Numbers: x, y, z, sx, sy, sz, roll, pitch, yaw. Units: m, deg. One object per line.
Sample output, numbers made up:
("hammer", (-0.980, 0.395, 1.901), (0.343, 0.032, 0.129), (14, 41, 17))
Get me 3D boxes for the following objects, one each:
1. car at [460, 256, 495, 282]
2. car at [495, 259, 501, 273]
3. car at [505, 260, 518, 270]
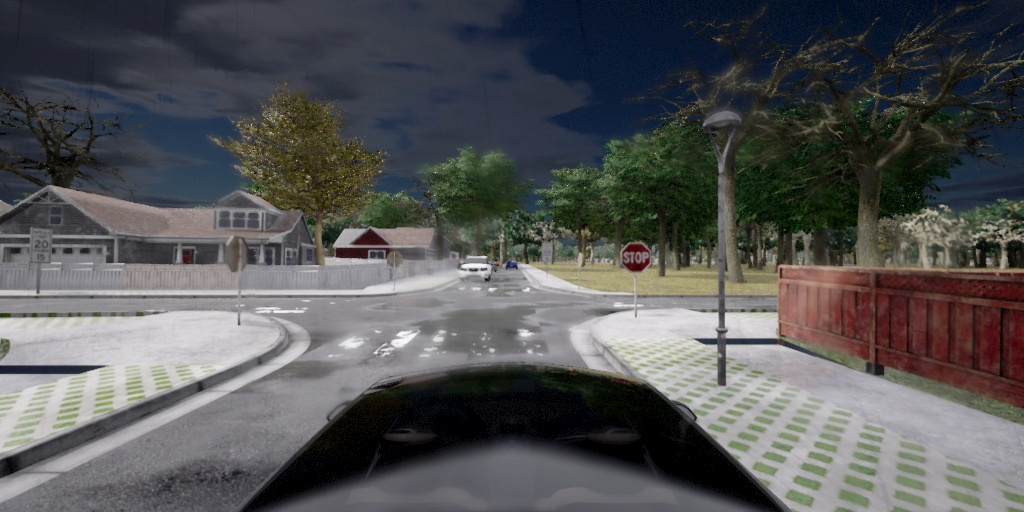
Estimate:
("car", (-2.861, 1.018, 29.329), (2.150, 2.045, 5.566), (0, 0, 0))
("car", (-2.864, 1.358, 46.011), (2.128, 1.511, 4.902), (0, 0, 0))
("car", (-0.036, 1.412, 58.868), (1.882, 1.535, 5.008), (0, 0, 0))
